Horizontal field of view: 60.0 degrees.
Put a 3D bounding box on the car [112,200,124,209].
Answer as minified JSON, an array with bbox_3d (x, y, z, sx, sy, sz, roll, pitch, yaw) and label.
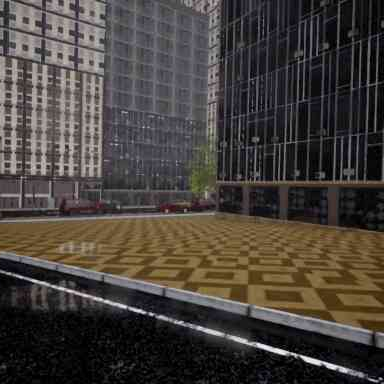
[{"bbox_3d":[-11.641,1.718,45.996,4.403,1.369,2.008,1,1,-34],"label":"car"}]

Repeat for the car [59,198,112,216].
[{"bbox_3d":[-11.862,1.643,36.288,5.009,1.841,2.192,1,1,-34],"label":"car"}]

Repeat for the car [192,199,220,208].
[{"bbox_3d":[2.391,1.870,55.605,4.313,1.339,1.947,1,1,-34],"label":"car"}]

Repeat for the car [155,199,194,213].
[{"bbox_3d":[-2.513,1.964,42.698,4.507,1.381,1.887,1,1,-34],"label":"car"}]

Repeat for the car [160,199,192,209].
[{"bbox_3d":[-2.426,1.782,52.305,4.829,1.417,1.752,1,1,-34],"label":"car"}]

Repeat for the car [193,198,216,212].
[{"bbox_3d":[2.169,1.780,45.897,5.009,1.841,2.192,1,1,-34],"label":"car"}]
